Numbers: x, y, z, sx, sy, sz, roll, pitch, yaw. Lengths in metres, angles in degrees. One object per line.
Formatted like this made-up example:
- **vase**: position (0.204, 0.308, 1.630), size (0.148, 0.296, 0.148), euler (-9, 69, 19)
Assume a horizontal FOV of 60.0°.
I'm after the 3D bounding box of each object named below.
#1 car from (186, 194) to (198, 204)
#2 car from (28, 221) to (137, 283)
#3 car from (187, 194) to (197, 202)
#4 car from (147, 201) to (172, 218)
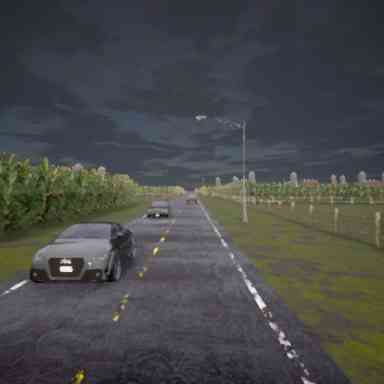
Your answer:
- **car**: position (0.017, 1.298, 57.486), size (1.837, 1.490, 4.892), euler (0, 0, 0)
- **car**: position (-2.819, 1.535, 9.466), size (1.994, 1.385, 4.181), euler (0, 0, 0)
- **car**: position (0.020, 1.207, 67.908), size (1.882, 1.535, 5.008), euler (0, 0, 0)
- **car**: position (-2.746, 1.452, 29.120), size (2.033, 1.411, 5.357), euler (0, 0, 0)
